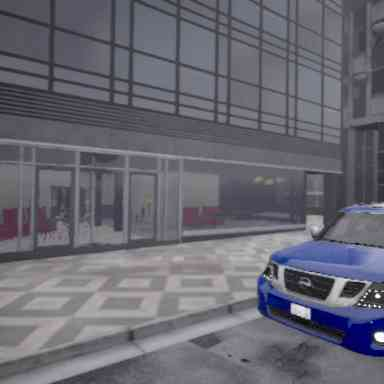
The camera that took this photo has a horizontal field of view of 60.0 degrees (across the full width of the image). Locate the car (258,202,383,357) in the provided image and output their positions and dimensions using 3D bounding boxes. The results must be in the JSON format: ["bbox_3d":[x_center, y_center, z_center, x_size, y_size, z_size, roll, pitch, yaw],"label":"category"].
[{"bbox_3d":[3.684,1.222,6.003,5.566,2.045,2.150,0,0,-35],"label":"car"}]
